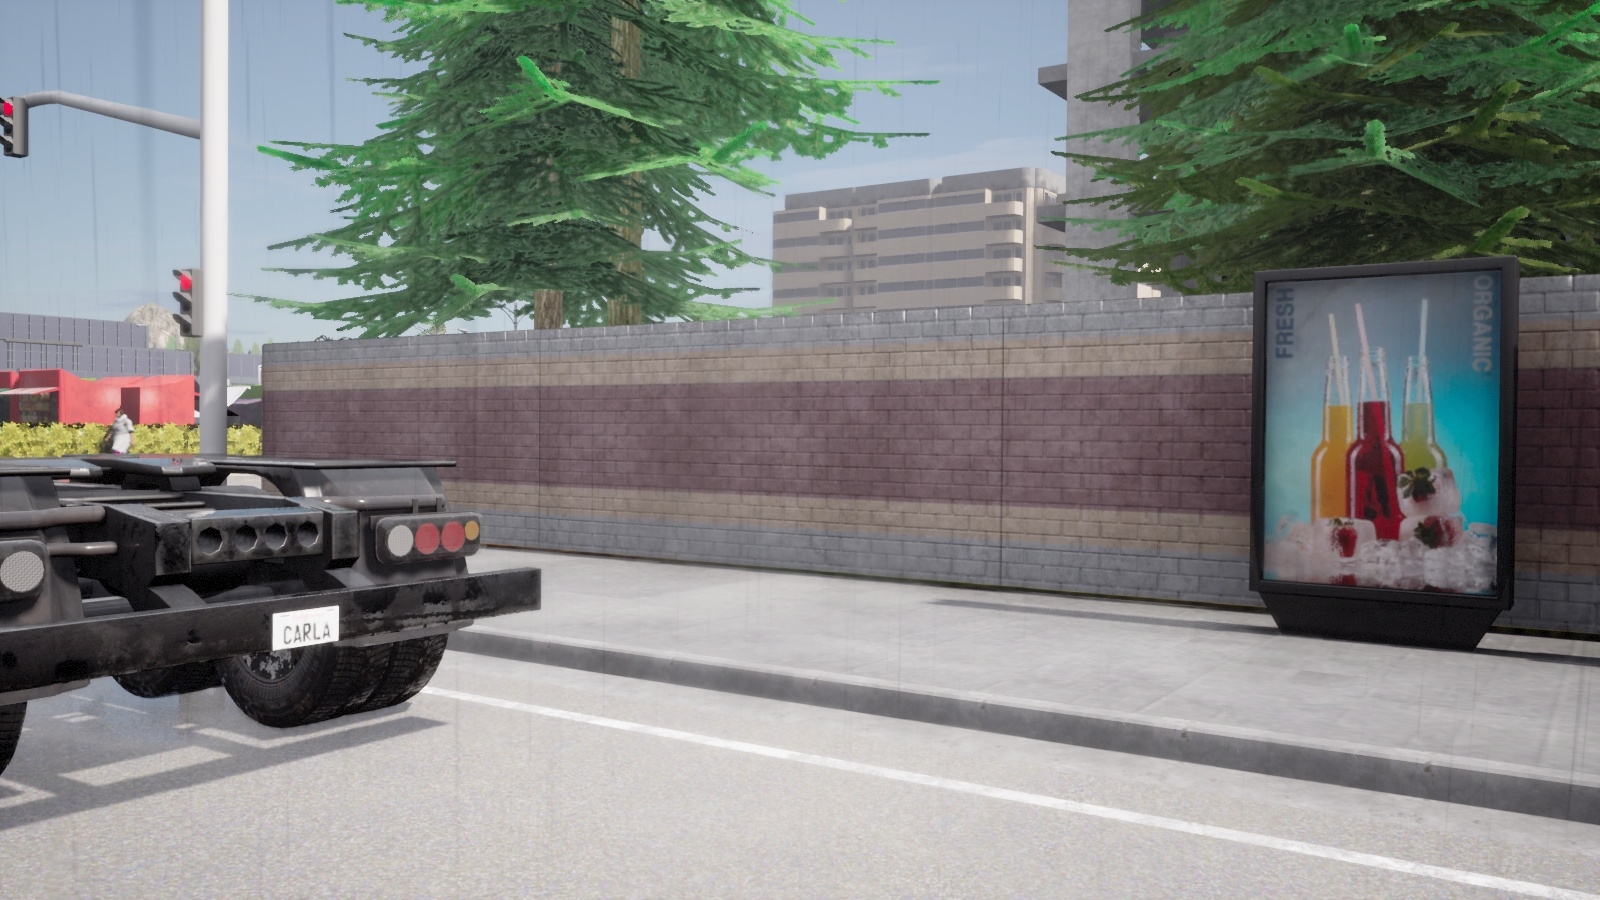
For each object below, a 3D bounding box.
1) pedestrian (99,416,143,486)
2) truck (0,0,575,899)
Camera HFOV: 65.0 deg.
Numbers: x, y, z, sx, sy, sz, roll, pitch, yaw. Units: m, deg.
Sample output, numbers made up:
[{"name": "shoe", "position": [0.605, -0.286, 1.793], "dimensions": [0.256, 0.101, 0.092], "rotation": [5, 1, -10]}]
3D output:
[{"name": "pedestrian", "position": [-19.207, 0.019, 35.528], "dimensions": [0.659, 1.952, 0.873], "rotation": [0, 1, 33]}, {"name": "truck", "position": [-5.216, -0.300, 7.067], "dimensions": [7.936, 3.462, 2.891], "rotation": [0, 1, 34]}]
